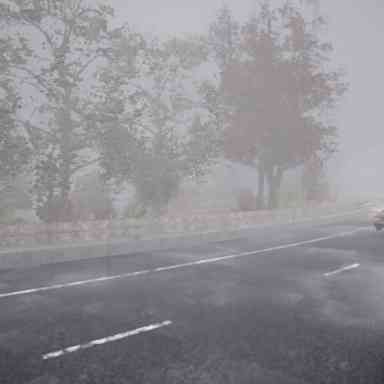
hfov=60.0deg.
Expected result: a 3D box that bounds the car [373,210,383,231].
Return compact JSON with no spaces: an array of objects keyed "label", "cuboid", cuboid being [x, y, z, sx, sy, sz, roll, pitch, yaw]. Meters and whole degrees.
[{"label":"car","cuboid":[12.496,1.569,20.039,2.033,1.411,5.357,0,0,42]}]

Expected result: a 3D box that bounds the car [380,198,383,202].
[{"label":"car","cuboid":[46.568,1.683,78.794,1.895,1.301,4.718,0,0,7]}]
